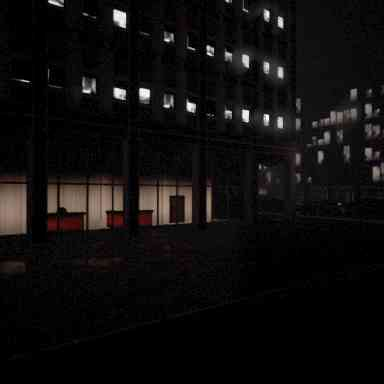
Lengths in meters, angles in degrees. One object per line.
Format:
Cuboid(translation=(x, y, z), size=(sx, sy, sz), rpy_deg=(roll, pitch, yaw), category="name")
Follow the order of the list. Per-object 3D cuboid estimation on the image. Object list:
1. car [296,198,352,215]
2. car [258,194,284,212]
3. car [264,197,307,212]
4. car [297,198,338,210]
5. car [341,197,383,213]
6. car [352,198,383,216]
Cuboid(translation=(11.993, 1.411, 31.340), size=(1.752, 1.417, 4.829), rpy_deg=(1, 0, -36), category="car")
Cuboid(translation=(8.545, 1.167, 36.063), size=(2.192, 1.841, 5.009), rpy_deg=(1, 0, -36), category="car")
Cuboid(translation=(10.560, 1.386, 37.846), size=(1.812, 1.442, 4.674), rpy_deg=(0, 0, -36), category="car")
Cuboid(translation=(15.445, 1.433, 41.159), size=(2.008, 1.369, 4.403), rpy_deg=(1, 0, -36), category="car")
Cuboid(translation=(18.843, 1.355, 36.609), size=(1.967, 1.590, 4.097), rpy_deg=(1, 0, -36), category="car")
Cuboid(translation=(16.489, 1.395, 29.828), size=(1.882, 1.535, 5.008), rpy_deg=(0, 0, -38), category="car")
